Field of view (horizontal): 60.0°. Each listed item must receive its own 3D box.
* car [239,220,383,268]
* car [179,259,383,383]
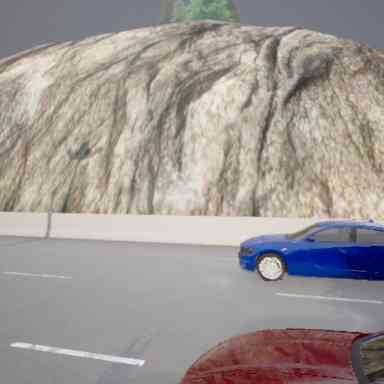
[{"bbox_3d":[3.757,1.475,8.696,5.008,1.535,1.882,0,0,15],"label":"car"},{"bbox_3d":[2.285,1.477,1.841,5.008,1.535,1.882,0,0,15],"label":"car"}]
